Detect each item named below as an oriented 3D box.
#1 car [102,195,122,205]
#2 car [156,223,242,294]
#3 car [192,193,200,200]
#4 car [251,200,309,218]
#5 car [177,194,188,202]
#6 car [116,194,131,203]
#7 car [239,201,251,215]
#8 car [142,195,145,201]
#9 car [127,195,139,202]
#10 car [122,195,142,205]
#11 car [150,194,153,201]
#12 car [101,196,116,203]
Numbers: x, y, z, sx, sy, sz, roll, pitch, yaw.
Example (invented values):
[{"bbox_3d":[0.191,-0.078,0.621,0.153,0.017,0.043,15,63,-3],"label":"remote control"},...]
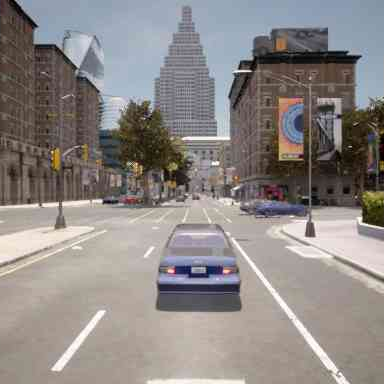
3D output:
[{"bbox_3d":[-14.349,1.601,58.646,1.895,1.301,4.718,0,0,1],"label":"car"},{"bbox_3d":[0.172,1.547,8.905,2.033,1.411,5.357,0,0,1],"label":"car"},{"bbox_3d":[1.121,1.350,89.984,2.097,1.767,4.553,0,0,1],"label":"car"},{"bbox_3d":[7.907,1.525,29.084,4.674,1.442,1.812,0,0,0],"label":"car"},{"bbox_3d":[-2.550,1.540,76.167,2.033,1.411,5.357,0,0,1],"label":"car"},{"bbox_3d":[-14.149,1.355,68.752,2.097,1.767,4.553,0,0,1],"label":"car"},{"bbox_3d":[7.117,1.491,32.590,4.902,1.511,2.128,0,0,0],"label":"car"},{"bbox_3d":[-10.638,1.500,69.623,1.837,1.490,4.892,0,0,1],"label":"car"},{"bbox_3d":[-14.021,1.478,78.851,1.882,1.535,5.008,0,0,1],"label":"car"},{"bbox_3d":[-10.830,1.478,59.827,1.882,1.535,5.008,0,0,1],"label":"car"},{"bbox_3d":[-10.511,1.355,79.611,2.097,1.767,4.553,0,0,1],"label":"car"},{"bbox_3d":[-17.385,1.595,69.799,1.895,1.301,4.718,0,0,1],"label":"car"}]
